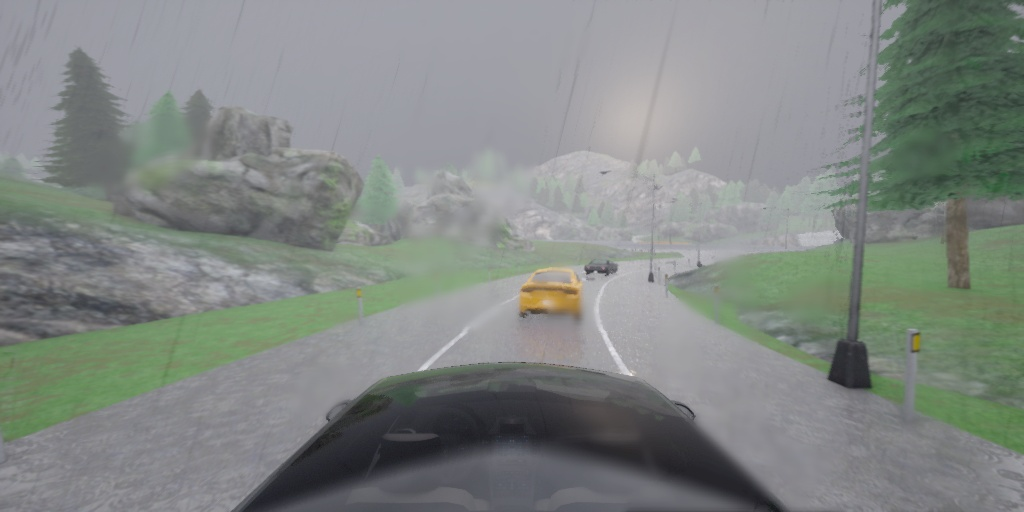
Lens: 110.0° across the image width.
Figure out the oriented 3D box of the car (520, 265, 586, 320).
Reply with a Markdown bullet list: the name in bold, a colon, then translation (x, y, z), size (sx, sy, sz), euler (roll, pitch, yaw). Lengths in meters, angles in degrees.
- **car**: translation (1.536, 1.169, 12.564), size (1.882, 1.535, 5.008), euler (1, 1, 12)

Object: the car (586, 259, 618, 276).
- **car**: translation (7.637, 0.915, 30.252), size (1.895, 1.301, 4.718), euler (2, 3, 27)
